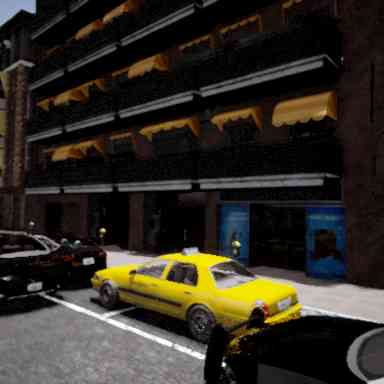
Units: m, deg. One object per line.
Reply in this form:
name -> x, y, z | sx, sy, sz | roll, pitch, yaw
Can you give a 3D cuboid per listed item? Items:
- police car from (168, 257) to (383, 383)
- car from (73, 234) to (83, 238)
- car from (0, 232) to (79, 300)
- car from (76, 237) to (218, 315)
police car -> 2.405, 1.589, 2.382 | 5.238, 1.638, 1.930 | -1, -3, 40
car -> -4.438, 1.978, 10.506 | 4.313, 1.339, 1.947 | -1, -3, 40
car -> -5.204, 1.824, 8.697 | 4.892, 1.490, 1.837 | -1, -3, 40
car -> -0.255, 1.850, 6.970 | 4.829, 1.417, 1.752 | -1, -3, 40
